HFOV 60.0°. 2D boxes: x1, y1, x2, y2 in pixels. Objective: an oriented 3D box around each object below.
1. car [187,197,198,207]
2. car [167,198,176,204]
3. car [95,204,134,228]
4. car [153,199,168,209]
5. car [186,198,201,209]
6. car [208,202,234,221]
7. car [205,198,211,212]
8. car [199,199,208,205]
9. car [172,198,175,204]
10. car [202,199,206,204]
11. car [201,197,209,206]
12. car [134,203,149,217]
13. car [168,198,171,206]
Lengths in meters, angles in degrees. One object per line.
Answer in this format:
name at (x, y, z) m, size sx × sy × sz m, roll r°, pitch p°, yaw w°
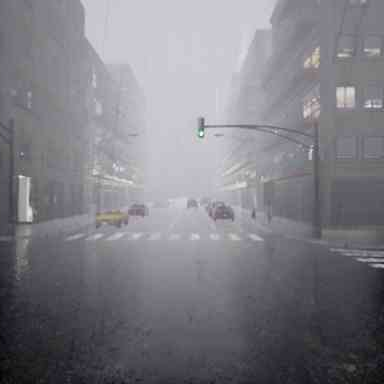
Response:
car at (0.062, 1.970, 65.845) m, size 2.097 × 1.767 × 4.553 m, roll 0°, pitch -1°, yaw 0°
car at (-5.599, 2.404, 90.383) m, size 2.008 × 1.369 × 4.403 m, roll 1°, pitch -1°, yaw 0°
car at (-5.660, 1.749, 23.935) m, size 1.752 × 1.417 × 4.829 m, roll 1°, pitch -1°, yaw 0°
car at (-5.630, 2.060, 57.075) m, size 1.752 × 1.417 × 4.829 m, roll 1°, pitch -1°, yaw 0°
car at (0.053, 2.024, 55.452) m, size 1.837 × 1.490 × 4.892 m, roll 0°, pitch -1°, yaw 0°
car at (2.725, 1.821, 29.606) m, size 1.887 × 1.381 × 4.507 m, roll 1°, pitch -1°, yaw 0°
car at (2.732, 1.768, 35.131) m, size 1.967 × 1.590 × 4.097 m, roll 1°, pitch -1°, yaw 0°
car at (2.772, 2.313, 79.315) m, size 1.947 × 1.339 × 4.313 m, roll 1°, pitch -1°, yaw 0°
car at (-5.604, 2.324, 84.689) m, size 1.752 × 1.417 × 4.829 m, roll 1°, pitch -1°, yaw 0°
car at (2.740, 2.013, 46.176) m, size 1.802 × 1.307 × 4.206 m, roll 1°, pitch -1°, yaw 0°
car at (2.764, 1.956, 68.272) m, size 2.192 × 1.841 × 5.009 m, roll 1°, pitch -1°, yaw 0°
car at (-5.650, 1.873, 35.151) m, size 1.887 × 1.381 × 4.507 m, roll 1°, pitch -1°, yaw 0°
car at (-5.625, 2.139, 62.767) m, size 2.008 × 1.369 × 4.403 m, roll 1°, pitch -1°, yaw 0°
